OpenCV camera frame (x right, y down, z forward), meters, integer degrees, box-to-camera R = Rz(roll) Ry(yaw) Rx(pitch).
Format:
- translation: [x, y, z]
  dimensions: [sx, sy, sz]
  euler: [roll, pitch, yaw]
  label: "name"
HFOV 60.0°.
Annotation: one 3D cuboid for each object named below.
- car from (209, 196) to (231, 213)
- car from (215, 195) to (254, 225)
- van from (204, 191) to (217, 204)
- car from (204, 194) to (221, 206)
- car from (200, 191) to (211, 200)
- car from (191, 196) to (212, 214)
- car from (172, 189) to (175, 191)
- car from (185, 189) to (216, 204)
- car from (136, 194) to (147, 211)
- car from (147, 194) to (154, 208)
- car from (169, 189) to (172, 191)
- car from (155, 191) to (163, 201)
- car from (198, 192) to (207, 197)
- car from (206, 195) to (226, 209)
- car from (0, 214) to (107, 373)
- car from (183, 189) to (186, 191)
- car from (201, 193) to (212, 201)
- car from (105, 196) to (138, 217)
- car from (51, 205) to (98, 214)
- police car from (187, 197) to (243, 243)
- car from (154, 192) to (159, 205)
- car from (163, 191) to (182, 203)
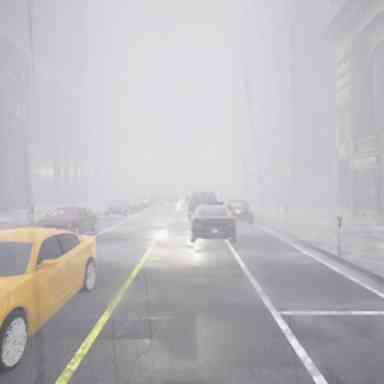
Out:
- translation: [2.697, 1.148, 32.823]
  dimensions: [1.752, 1.417, 4.829]
  euler: [0, 1, 0]
  label: "car"
- translation: [2.721, 1.192, 21.449]
  dimensions: [1.967, 1.590, 4.097]
  euler: [0, 1, 0]
  label: "car"
- translation: [2.662, 0.774, 49.456]
  dimensions: [1.690, 1.788, 3.998]
  euler: [0, 1, 0]
  label: "van"
- translation: [2.673, 1.041, 43.857]
  dimensions: [1.887, 1.381, 4.507]
  euler: [0, 1, 0]
  label: "car"
- translation: [2.626, 0.682, 66.263]
  dimensions: [1.967, 1.590, 4.097]
  euler: [0, 1, 0]
  label: "car"
- translation: [0.835, 1.168, 31.126]
  dimensions: [1.812, 1.442, 4.674]
  euler: [0, 1, 0]
  label: "car"
- translation: [-5.935, 0.492, 83.039]
  dimensions: [1.967, 1.590, 4.097]
  euler: [0, 1, 0]
  label: "car"
- translation: [0.768, 0.933, 25.145]
  dimensions: [2.150, 2.045, 5.566]
  euler: [0, 1, -1]
  label: "car"
- translation: [-5.828, 1.152, 32.458]
  dimensions: [1.752, 1.417, 4.829]
  euler: [0, 1, 0]
  label: "car"
- translation: [-5.840, 1.001, 38.228]
  dimensions: [1.967, 1.590, 4.097]
  euler: [0, 1, 0]
  label: "car"
- translation: [-5.911, 0.619, 71.837]
  dimensions: [1.967, 1.590, 4.097]
  euler: [0, 1, 0]
  label: "car"
- translation: [-5.864, 0.978, 49.432]
  dimensions: [1.887, 1.381, 4.507]
  euler: [0, 1, 0]
  label: "car"
- translation: [2.590, 0.596, 83.070]
  dimensions: [1.887, 1.381, 4.507]
  euler: [0, 1, 0]
  label: "car"
- translation: [2.685, 1.105, 38.256]
  dimensions: [1.887, 1.381, 4.507]
  euler: [0, 1, 0]
  label: "car"
- translation: [-3.111, 1.410, 5.722]
  dimensions: [1.882, 1.535, 5.008]
  euler: [0, 1, 0]
  label: "car"
- translation: [-0.147, 0.317, 69.815]
  dimensions: [2.150, 2.045, 5.566]
  euler: [0, 1, 0]
  label: "car"
- translation: [2.638, 0.850, 60.663]
  dimensions: [1.887, 1.381, 4.507]
  euler: [0, 1, 0]
  label: "car"
- translation: [-5.817, 1.271, 27.026]
  dimensions: [1.802, 1.307, 4.206]
  euler: [0, 1, 0]
  label: "car"
- translation: [-5.793, 1.362, 15.824]
  dimensions: [1.887, 1.381, 4.507]
  euler: [0, 1, 0]
  label: "car"
- translation: [0.868, 1.248, 15.236]
  dimensions: [1.930, 1.638, 5.238]
  euler: [0, 1, 0]
  label: "police car"
- translation: [-5.852, 1.042, 43.830]
  dimensions: [1.887, 1.381, 4.507]
  euler: [0, 1, 0]
  label: "car"
- translation: [-3.113, 0.933, 53.623]
  dimensions: [2.033, 1.411, 5.357]
  euler: [0, 1, 0]
  label: "car"
